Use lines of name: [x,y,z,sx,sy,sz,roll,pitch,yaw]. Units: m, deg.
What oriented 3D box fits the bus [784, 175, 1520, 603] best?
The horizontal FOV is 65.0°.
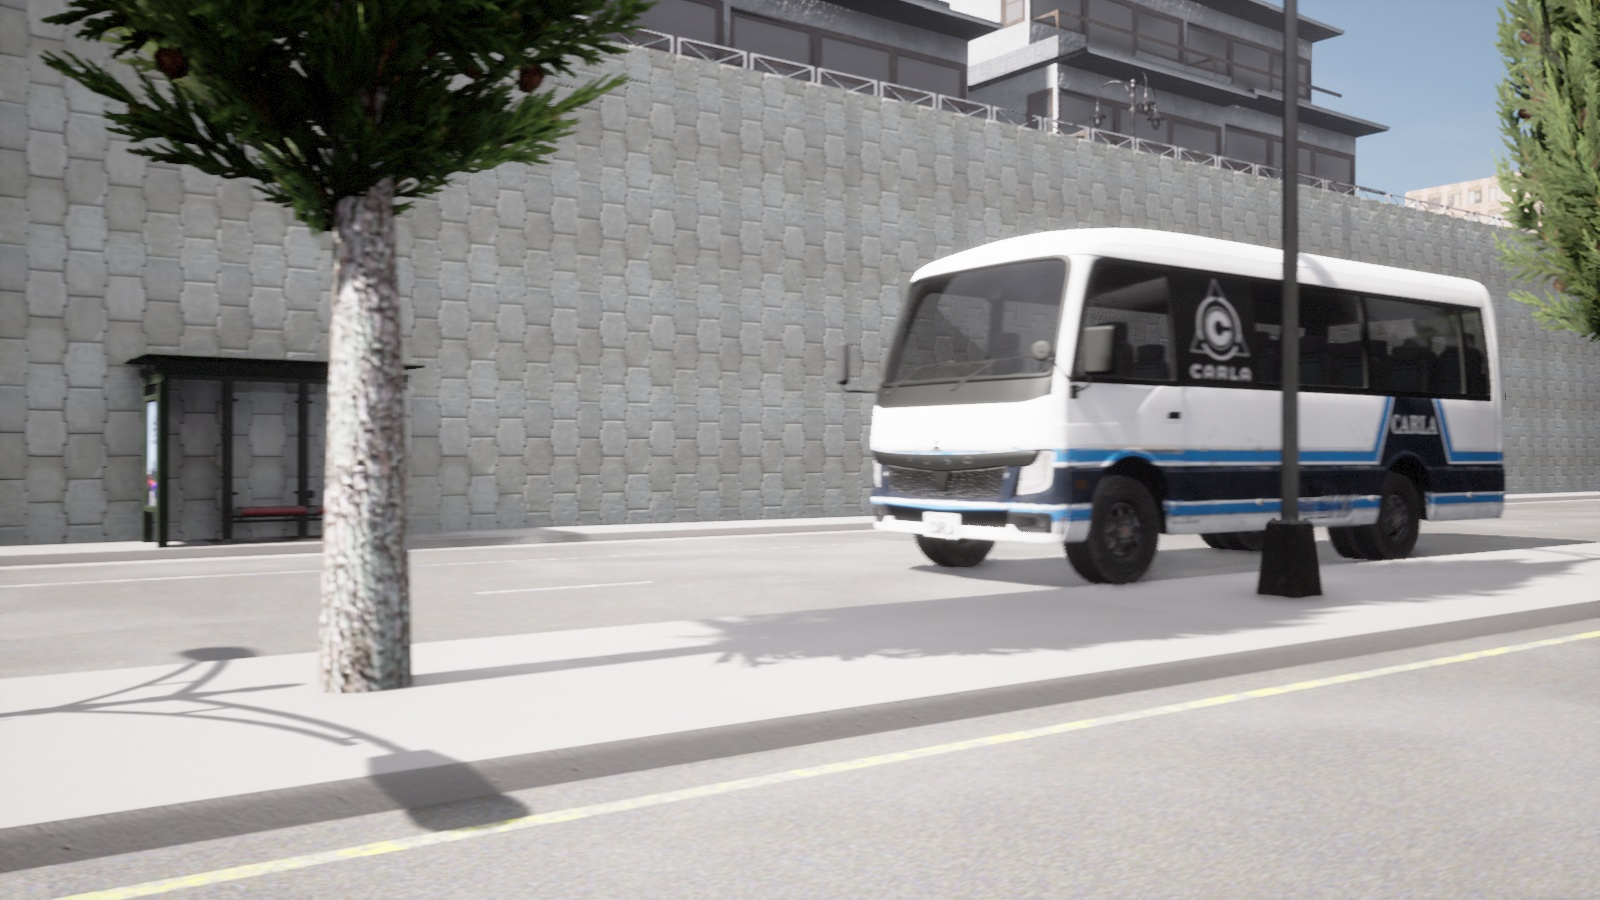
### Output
bus: [5.144,-0.601,16.997,10.273,4.253,3.944,0,0,-35]
